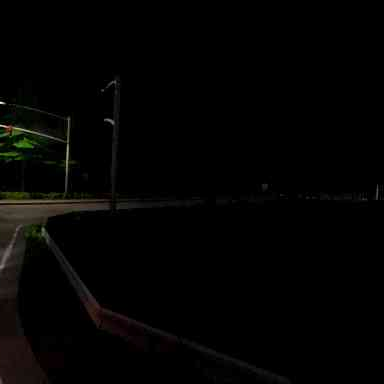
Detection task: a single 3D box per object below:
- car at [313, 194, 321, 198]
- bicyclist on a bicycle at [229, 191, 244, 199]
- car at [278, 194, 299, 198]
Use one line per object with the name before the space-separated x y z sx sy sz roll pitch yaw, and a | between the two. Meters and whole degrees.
car | 21.983 0.693 60.339 1.837 1.490 4.892 5 3 37
bicyclist on a bicycle | 4.424 0.694 31.885 1.656 1.620 0.582 41 23 28
car | 14.878 0.708 51.018 2.128 1.511 4.902 5 3 37
